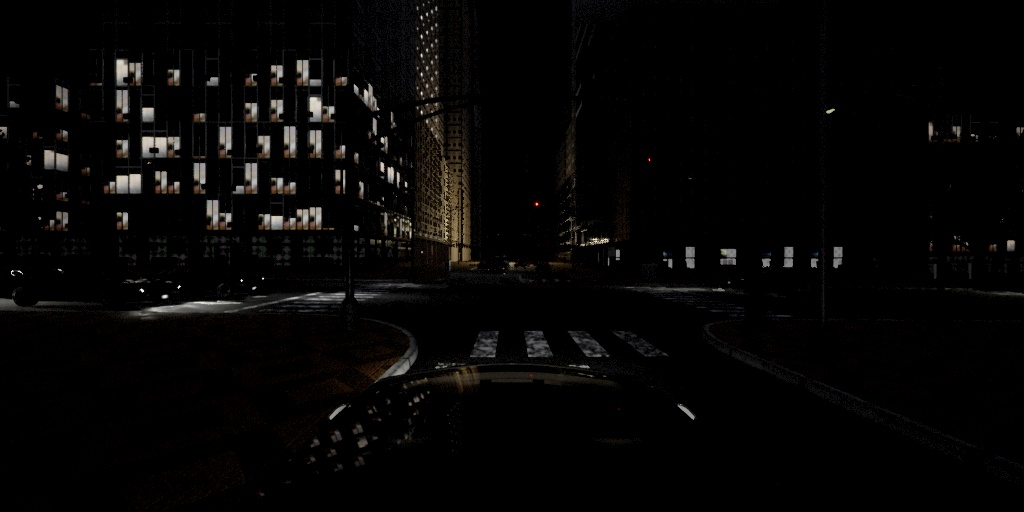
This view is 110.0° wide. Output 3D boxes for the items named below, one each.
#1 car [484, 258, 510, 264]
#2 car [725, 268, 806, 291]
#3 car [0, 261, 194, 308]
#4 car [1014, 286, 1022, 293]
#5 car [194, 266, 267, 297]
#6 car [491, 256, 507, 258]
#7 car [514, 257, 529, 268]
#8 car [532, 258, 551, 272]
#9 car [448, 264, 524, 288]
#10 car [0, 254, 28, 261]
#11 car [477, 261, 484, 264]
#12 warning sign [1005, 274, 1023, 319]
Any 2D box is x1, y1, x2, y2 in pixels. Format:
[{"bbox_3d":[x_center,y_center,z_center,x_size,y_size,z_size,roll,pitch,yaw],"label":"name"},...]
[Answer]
[{"bbox_3d":[-1.475,1.245,37.041,1.882,1.535,5.008,0,0,1],"label":"car"},{"bbox_3d":[17.200,1.574,24.466,4.902,1.511,2.128,1,0,-3],"label":"car"},{"bbox_3d":[-15.290,1.042,13.050,5.357,1.411,2.033,1,0,0],"label":"car"},{"bbox_3d":[38.878,1.824,25.441,4.553,1.767,2.097,1,0,-2],"label":"car"},{"bbox_3d":[-14.011,1.118,16.330,4.718,1.301,1.895,1,0,-3],"label":"car"},{"bbox_3d":[-1.499,0.984,47.638,2.150,2.045,5.566,0,0,2],"label":"car"},{"bbox_3d":[1.388,1.302,60.478,2.033,1.411,5.357,0,0,0],"label":"car"},{"bbox_3d":[3.956,1.329,45.567,1.948,1.339,4.313,0,0,0],"label":"car"},{"bbox_3d":[-1.794,1.372,23.601,4.718,1.301,1.895,0,0,-3],"label":"car"},{"bbox_3d":[-22.916,0.706,15.926,4.553,1.767,2.097,1,0,-3],"label":"car"},{"bbox_3d":[-3.993,1.343,51.065,1.802,1.307,4.207,0,0,0],"label":"car"},{"bbox_3d":[17.281,1.204,11.756,1.060,1.860,1.300,0,0,-3],"label":"warning sign"}]
